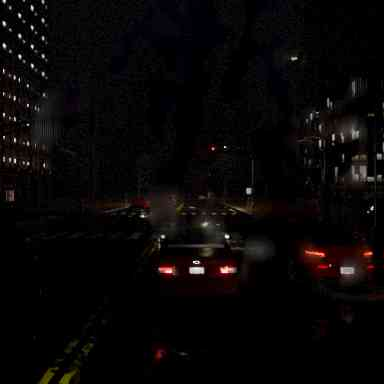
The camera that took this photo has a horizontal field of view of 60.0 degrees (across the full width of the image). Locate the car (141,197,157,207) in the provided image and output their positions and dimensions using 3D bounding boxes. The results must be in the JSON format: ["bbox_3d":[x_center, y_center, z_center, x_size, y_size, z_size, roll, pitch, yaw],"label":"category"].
[{"bbox_3d":[-6.670,1.470,52.157,1.812,1.442,4.674,0,0,0],"label":"car"}]

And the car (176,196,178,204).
[{"bbox_3d":[-3.414,1.455,49.508,1.837,1.490,4.892,0,0,0],"label":"car"}]

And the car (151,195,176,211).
[{"bbox_3d":[-3.403,1.319,40.615,2.097,1.767,4.553,0,0,0],"label":"car"}]

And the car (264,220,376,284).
[{"bbox_3d":[3.336,1.522,9.449,1.812,1.442,4.674,0,0,0],"label":"car"}]

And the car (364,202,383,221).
[{"bbox_3d":[16.986,1.279,26.703,5.566,2.045,2.150,0,0,3],"label":"car"}]

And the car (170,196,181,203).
[{"bbox_3d":[-3.433,1.471,69.161,1.994,1.385,4.181,0,0,-1],"label":"car"}]

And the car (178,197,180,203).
[{"bbox_3d":[-3.418,1.421,59.127,2.128,1.511,4.902,0,0,0],"label":"car"}]

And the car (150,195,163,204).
[{"bbox_3d":[-6.674,1.427,62.522,1.837,1.490,4.892,0,0,0],"label":"car"}]

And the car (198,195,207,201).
[{"bbox_3d":[2.528,1.391,82.843,1.812,1.442,4.674,0,0,-4],"label":"car"}]

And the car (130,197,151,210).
[{"bbox_3d":[-6.658,1.442,42.237,1.882,1.535,5.008,0,0,0],"label":"car"}]

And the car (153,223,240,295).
[{"bbox_3d":[0.088,1.544,8.864,2.033,1.411,5.357,0,0,0],"label":"car"}]
